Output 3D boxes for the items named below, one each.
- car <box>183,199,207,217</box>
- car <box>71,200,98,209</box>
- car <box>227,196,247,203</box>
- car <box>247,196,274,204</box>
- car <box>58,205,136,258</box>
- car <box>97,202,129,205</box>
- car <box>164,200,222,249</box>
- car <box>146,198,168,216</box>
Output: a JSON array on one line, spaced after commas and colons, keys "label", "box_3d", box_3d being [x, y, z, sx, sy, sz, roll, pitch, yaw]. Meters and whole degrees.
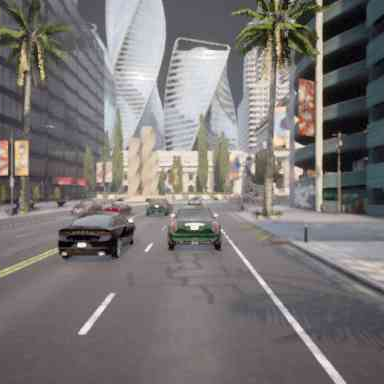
[{"label": "car", "box_3d": [0.394, 1.507, 33.065, 2.128, 1.511, 4.902, 0, 0, 4]}, {"label": "car", "box_3d": [-10.230, 1.541, 32.696, 1.812, 1.442, 4.674, 0, 0, 5]}, {"label": "car", "box_3d": [9.374, 1.551, 67.855, 4.902, 1.511, 2.128, 0, 0, -36]}, {"label": "car", "box_3d": [14.088, 1.510, 66.674, 5.008, 1.535, 1.882, 0, 0, -29]}, {"label": "car", "box_3d": [-3.401, 1.484, 12.741, 1.882, 1.535, 5.008, 0, 0, 0]}, {"label": "car", "box_3d": [-6.918, 1.615, 31.068, 1.895, 1.301, 4.718, 0, 0, 3]}, {"label": "car", "box_3d": [0.099, 1.359, 14.616, 2.097, 1.767, 4.553, 0, 0, 0]}, {"label": "car", "box_3d": [-3.107, 1.368, 32.879, 2.097, 1.767, 4.553, 0, 0, 4]}]
